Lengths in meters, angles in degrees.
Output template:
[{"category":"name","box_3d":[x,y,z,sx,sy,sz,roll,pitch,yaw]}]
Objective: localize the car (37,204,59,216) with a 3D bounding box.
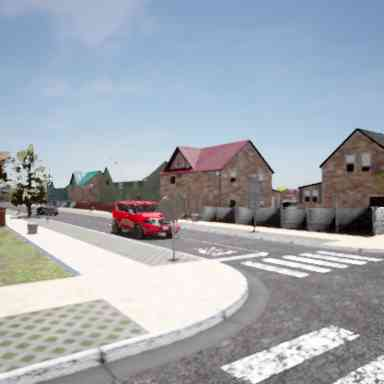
[{"category":"car","box_3d":[-18.228,2.258,41.960,1.994,1.385,4.181,1,-1,-34]}]

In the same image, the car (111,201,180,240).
[{"category":"car","box_3d":[-2.911,1.561,19.527,2.150,2.045,5.566,1,-1,-34]}]
